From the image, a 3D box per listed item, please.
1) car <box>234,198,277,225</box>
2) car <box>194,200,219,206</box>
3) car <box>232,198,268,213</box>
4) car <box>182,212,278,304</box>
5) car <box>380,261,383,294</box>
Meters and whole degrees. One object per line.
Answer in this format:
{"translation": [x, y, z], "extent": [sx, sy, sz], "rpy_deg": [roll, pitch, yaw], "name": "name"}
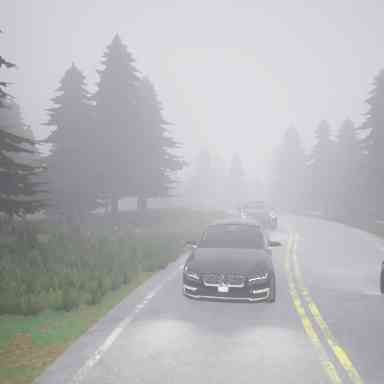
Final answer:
{"translation": [3.845, 1.271, 20.346], "extent": [2.097, 1.767, 4.553], "rpy_deg": [-1, 0, 5], "name": "car"}
{"translation": [1.851, 1.799, 44.838], "extent": [1.812, 1.442, 4.674], "rpy_deg": [3, -5, -35], "name": "car"}
{"translation": [6.149, 1.412, 35.719], "extent": [1.837, 1.490, 4.892], "rpy_deg": [2, -1, -16], "name": "car"}
{"translation": [1.078, 1.496, 8.390], "extent": [1.837, 1.490, 4.892], "rpy_deg": [-1, 0, 12], "name": "car"}
{"translation": [4.486, 1.309, 4.625], "extent": [2.097, 1.767, 4.553], "rpy_deg": [-1, 0, 8], "name": "car"}
